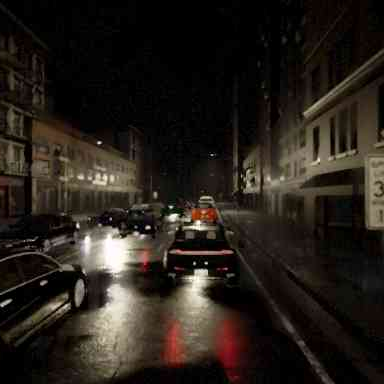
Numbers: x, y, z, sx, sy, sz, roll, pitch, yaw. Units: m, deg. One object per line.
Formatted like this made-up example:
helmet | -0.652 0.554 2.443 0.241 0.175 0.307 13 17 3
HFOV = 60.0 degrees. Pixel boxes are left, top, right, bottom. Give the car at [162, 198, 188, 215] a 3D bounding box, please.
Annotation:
car | -1.877 1.626 35.384 2.150 2.045 5.566 0 0 4

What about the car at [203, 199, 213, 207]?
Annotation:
car | 3.166 2.197 65.642 1.882 1.535 5.008 0 -1 3

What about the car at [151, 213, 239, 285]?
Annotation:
car | 0.260 1.611 9.877 2.128 1.511 4.902 0 -1 1

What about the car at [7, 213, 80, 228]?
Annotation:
car | -6.322 1.671 14.066 1.837 1.490 4.892 0 -1 2

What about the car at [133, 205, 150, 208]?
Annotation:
car | -5.338 1.989 34.149 1.895 1.301 4.718 0 -1 4

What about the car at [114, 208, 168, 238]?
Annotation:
car | -2.711 1.821 18.864 1.895 1.301 4.718 0 -1 2

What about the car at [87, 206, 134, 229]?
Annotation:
car | -5.901 1.877 23.957 1.895 1.301 4.718 0 -1 3

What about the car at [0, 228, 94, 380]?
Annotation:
car | -3.081 1.565 4.934 1.837 1.490 4.892 0 -1 1

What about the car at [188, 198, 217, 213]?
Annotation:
car | 1.041 1.680 28.819 2.097 1.767 4.553 0 -1 3

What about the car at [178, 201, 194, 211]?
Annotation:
car | -0.876 2.132 52.249 2.033 1.411 5.357 0 -1 3
